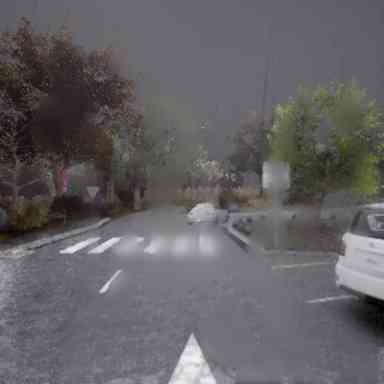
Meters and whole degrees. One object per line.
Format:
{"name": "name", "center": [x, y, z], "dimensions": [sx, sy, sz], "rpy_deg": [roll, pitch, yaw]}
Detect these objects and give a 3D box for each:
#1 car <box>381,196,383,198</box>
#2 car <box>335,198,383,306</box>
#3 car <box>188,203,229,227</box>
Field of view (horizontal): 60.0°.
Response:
{"name": "car", "center": [20.968, 1.455, 39.326], "dimensions": [2.163, 1.488, 4.792], "rpy_deg": [0, -1, -21]}
{"name": "car", "center": [5.393, 1.222, 6.278], "dimensions": [5.566, 2.045, 2.435], "rpy_deg": [1, 0, -20]}
{"name": "car", "center": [1.130, 1.486, 22.332], "dimensions": [1.812, 1.442, 4.674], "rpy_deg": [-1, 0, 19]}
